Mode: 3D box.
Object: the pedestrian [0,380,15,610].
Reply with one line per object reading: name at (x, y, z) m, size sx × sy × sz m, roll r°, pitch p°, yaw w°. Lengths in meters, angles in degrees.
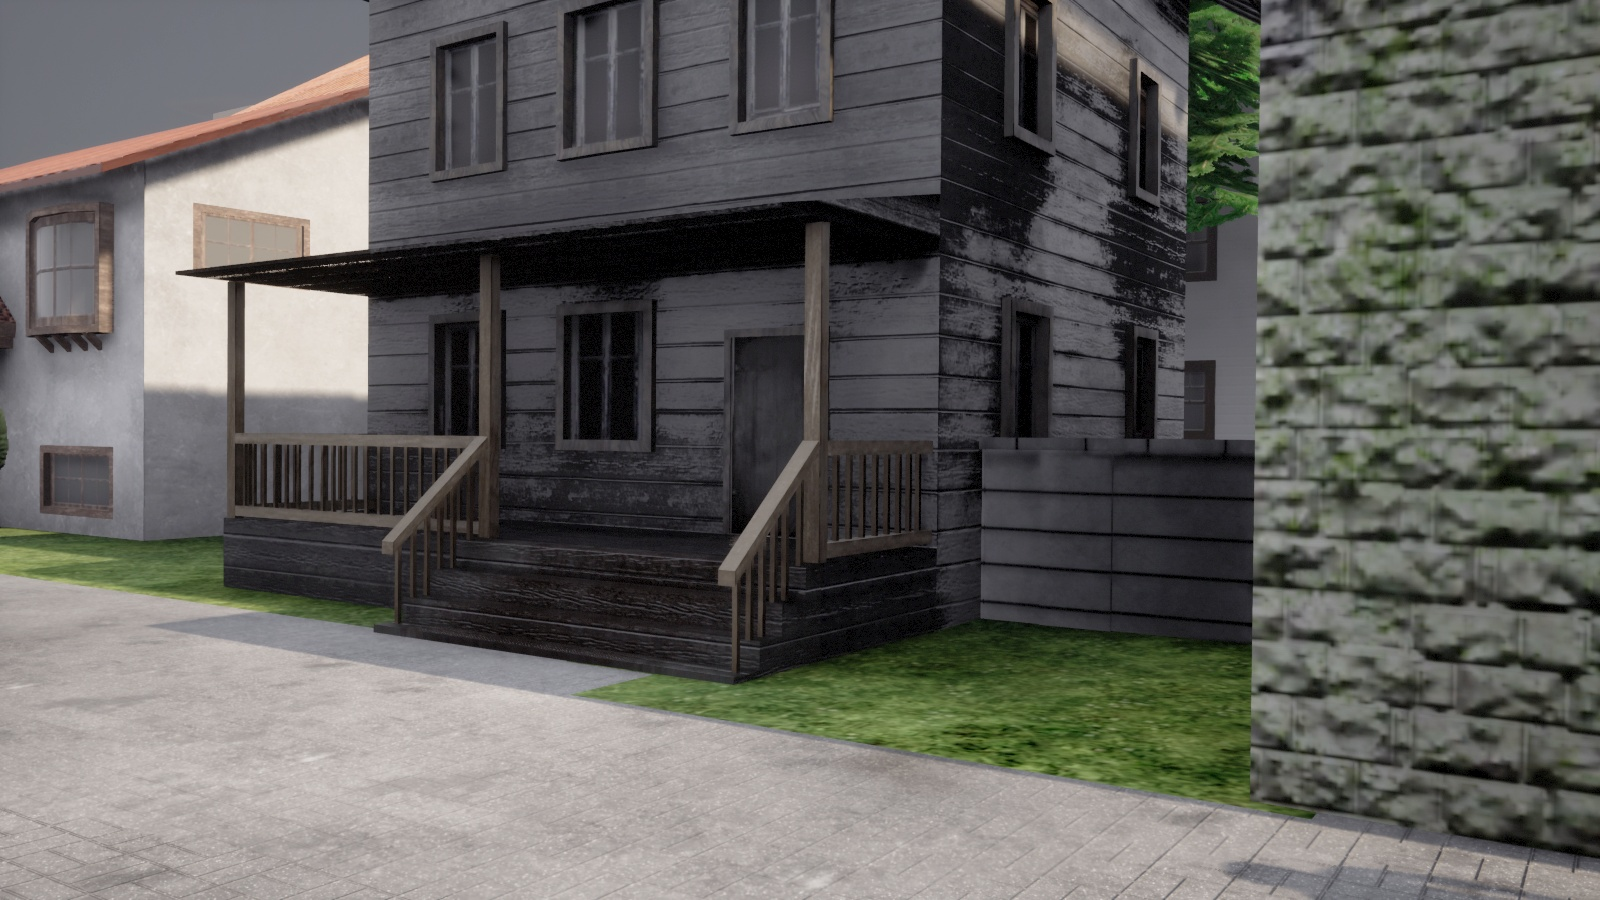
pedestrian at (-6.720, 0.363, 10.167) m, size 0.614 × 1.847 × 0.353 m, roll 0°, pitch 1°, yaw 31°
